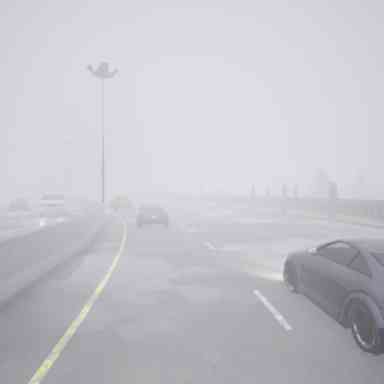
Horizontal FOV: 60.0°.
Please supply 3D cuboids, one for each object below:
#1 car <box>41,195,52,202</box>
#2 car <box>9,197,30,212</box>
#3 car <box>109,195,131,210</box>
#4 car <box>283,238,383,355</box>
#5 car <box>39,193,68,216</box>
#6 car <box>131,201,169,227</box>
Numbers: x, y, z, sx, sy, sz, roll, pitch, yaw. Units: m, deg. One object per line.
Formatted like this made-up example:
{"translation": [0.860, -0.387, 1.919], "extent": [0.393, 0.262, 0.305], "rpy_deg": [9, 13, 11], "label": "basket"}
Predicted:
{"translation": [-29.919, 1.287, 68.340], "extent": [1.994, 1.385, 4.181], "rpy_deg": [0, 0, -25], "label": "car"}
{"translation": [-18.964, 1.346, 36.691], "extent": [1.882, 1.535, 5.008], "rpy_deg": [0, 0, -24], "label": "car"}
{"translation": [-8.390, 1.172, 38.984], "extent": [2.097, 1.767, 4.553], "rpy_deg": [0, 0, -23], "label": "car"}
{"translation": [3.196, 1.520, 6.060], "extent": [1.994, 1.385, 4.181], "rpy_deg": [0, 0, -4], "label": "car"}
{"translation": [-13.007, 1.096, 31.351], "extent": [2.150, 2.045, 5.566], "rpy_deg": [0, 1, -20], "label": "car"}
{"translation": [-2.763, 1.455, 22.016], "extent": [1.994, 1.385, 4.181], "rpy_deg": [0, 0, -13], "label": "car"}
